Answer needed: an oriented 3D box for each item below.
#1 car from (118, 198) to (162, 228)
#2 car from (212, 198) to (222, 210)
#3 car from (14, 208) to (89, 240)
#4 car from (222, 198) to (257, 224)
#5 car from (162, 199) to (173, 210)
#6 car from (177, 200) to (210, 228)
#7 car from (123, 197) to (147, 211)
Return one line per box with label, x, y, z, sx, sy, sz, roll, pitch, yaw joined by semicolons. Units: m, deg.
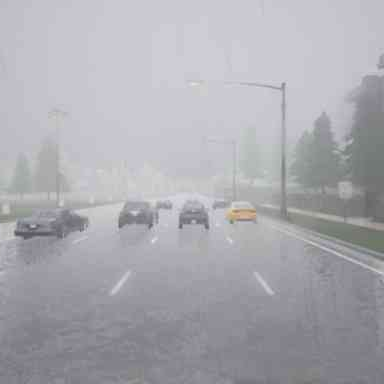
car;-3.398;1.334;21.882;2.097;1.767;4.553;0;0;0
car;3.589;1.490;42.798;1.812;1.442;4.674;0;0;0
car;-6.898;1.534;16.940;2.033;1.411;5.357;0;0;0
car;3.543;1.457;24.580;1.882;1.535;5.008;0;0;1
car;-3.398;1.567;41.328;1.895;1.301;4.718;0;0;0
car;0.104;1.487;21.882;1.837;1.490;4.892;0;0;0
car;-6.898;1.459;40.757;2.128;1.511;4.902;0;0;0
